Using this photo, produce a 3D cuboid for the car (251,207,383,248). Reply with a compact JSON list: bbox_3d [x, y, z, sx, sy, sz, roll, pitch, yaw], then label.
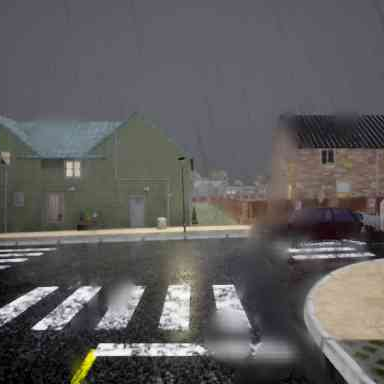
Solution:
[{"bbox_3d":[5.167,1.314,13.394,5.357,1.411,2.033,-2,0,-9],"label":"car"}]
